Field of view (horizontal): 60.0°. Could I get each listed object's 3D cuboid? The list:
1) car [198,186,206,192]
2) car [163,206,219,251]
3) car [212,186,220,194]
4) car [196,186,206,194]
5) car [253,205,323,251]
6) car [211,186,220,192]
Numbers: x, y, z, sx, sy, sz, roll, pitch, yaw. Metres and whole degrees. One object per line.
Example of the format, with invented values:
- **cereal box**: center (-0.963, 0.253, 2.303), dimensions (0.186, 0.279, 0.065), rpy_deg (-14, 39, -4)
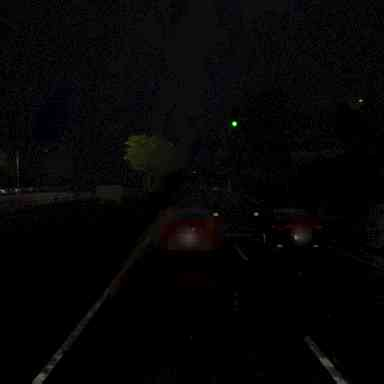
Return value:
- **car**: center (2.578, -0.845, 86.246), dimensions (1.812, 1.442, 4.674), rpy_deg (0, 2, 3)
- **car**: center (0.032, 1.264, 13.075), dimensions (1.882, 1.535, 5.008), rpy_deg (0, 1, 2)
- **car**: center (5.531, -0.306, 76.109), dimensions (1.895, 1.301, 4.718), rpy_deg (0, 2, 3)
- **car**: center (2.033, -0.549, 76.231), dimensions (2.097, 1.767, 4.553), rpy_deg (0, 2, 3)
- **car**: center (3.581, 1.263, 13.149), dimensions (1.882, 1.535, 5.008), rpy_deg (0, 1, 4)
- **car**: center (6.073, -0.824, 86.056), dimensions (2.033, 1.411, 5.357), rpy_deg (0, 2, 3)
